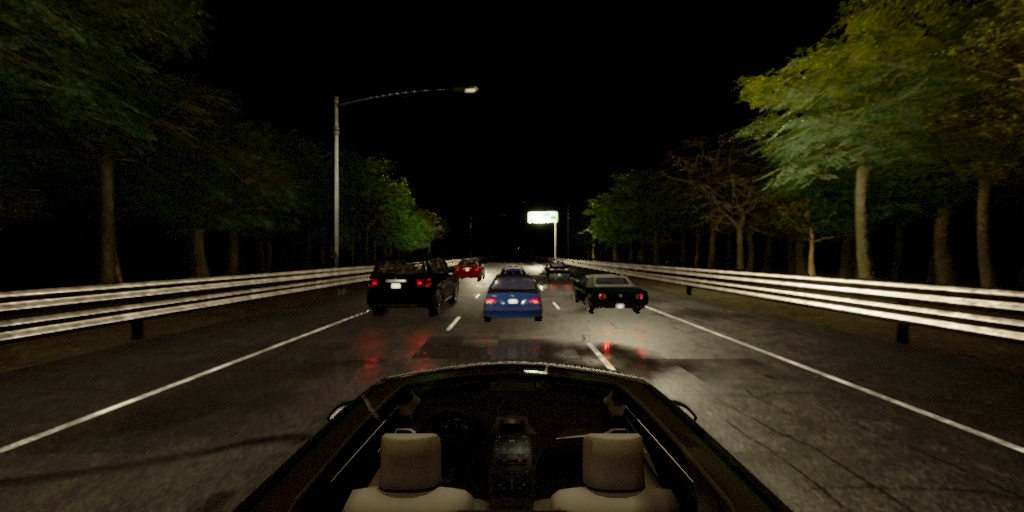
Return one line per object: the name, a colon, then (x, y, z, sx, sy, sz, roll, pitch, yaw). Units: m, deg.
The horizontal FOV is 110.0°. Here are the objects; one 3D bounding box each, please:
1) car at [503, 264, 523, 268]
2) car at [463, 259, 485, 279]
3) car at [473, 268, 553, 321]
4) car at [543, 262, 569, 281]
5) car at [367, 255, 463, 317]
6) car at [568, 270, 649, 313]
car: (0.100, 1.335, 28.939, 1.895, 1.301, 4.718, 0, 0, 1)
car: (-3.388, 1.084, 29.461, 2.097, 1.767, 4.553, 0, 0, 1)
car: (0.046, 1.302, 12.394, 2.033, 1.411, 5.357, 0, 0, 1)
car: (3.612, 1.224, 29.534, 2.128, 1.511, 4.902, 0, 0, 1)
car: (-3.442, 0.978, 13.411, 2.150, 2.045, 5.566, 0, 0, 1)
car: (3.565, 1.356, 13.946, 1.895, 1.301, 4.718, 0, 0, 1)
